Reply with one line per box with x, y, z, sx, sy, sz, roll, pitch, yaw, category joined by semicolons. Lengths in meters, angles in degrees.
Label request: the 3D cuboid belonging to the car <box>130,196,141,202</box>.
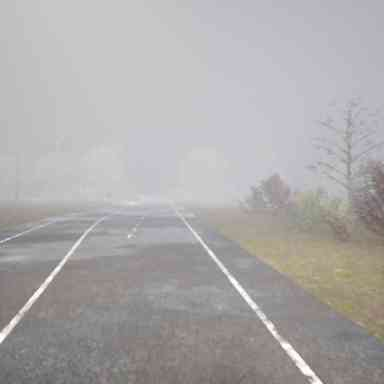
-14.600;1.911;84.385;1.895;1.301;4.718;0;0;-5;car
